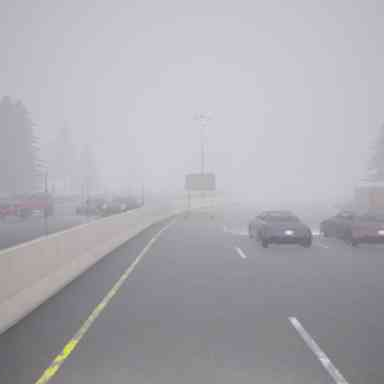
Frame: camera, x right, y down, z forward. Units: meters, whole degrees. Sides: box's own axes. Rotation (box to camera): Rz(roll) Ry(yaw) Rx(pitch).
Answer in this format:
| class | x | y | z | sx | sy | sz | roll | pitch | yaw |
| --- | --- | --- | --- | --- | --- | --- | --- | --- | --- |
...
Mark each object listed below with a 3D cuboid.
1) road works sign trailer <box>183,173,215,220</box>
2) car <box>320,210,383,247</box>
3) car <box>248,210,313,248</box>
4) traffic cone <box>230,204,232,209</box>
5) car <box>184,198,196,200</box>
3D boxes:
| class | x | y | z | sx | sy | sz | roll | pitch | yaw |
| --- | --- | --- | --- | --- | --- | --- | --- | --- | --- |
| road works sign trailer | 0.686 | 0.300 | 26.317 | 2.380 | 3.560 | 2.880 | 0 | 0 | 10 |
| car | 7.167 | 1.472 | 14.470 | 1.994 | 1.385 | 4.181 | 0 | 0 | 1 |
| car | 3.666 | 1.473 | 14.402 | 1.994 | 1.385 | 4.181 | 0 | 0 | 1 |
| traffic cone | 3.782 | 1.737 | 34.907 | 0.340 | 0.580 | 0.340 | 0 | 0 | 10 |
| car | -1.132 | 1.189 | 65.371 | 1.895 | 1.301 | 4.718 | 0 | 0 | 28 |
